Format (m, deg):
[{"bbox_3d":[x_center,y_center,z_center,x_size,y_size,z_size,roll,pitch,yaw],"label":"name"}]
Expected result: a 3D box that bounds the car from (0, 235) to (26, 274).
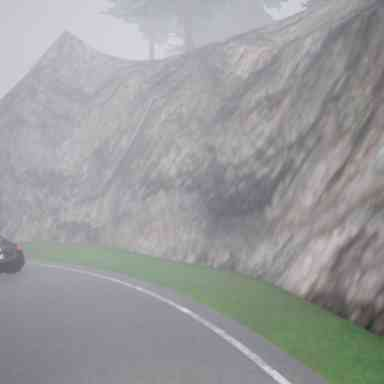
[{"bbox_3d":[-6.921,1.734,9.759,4.181,1.385,1.994,-1,-1,27],"label":"car"}]
